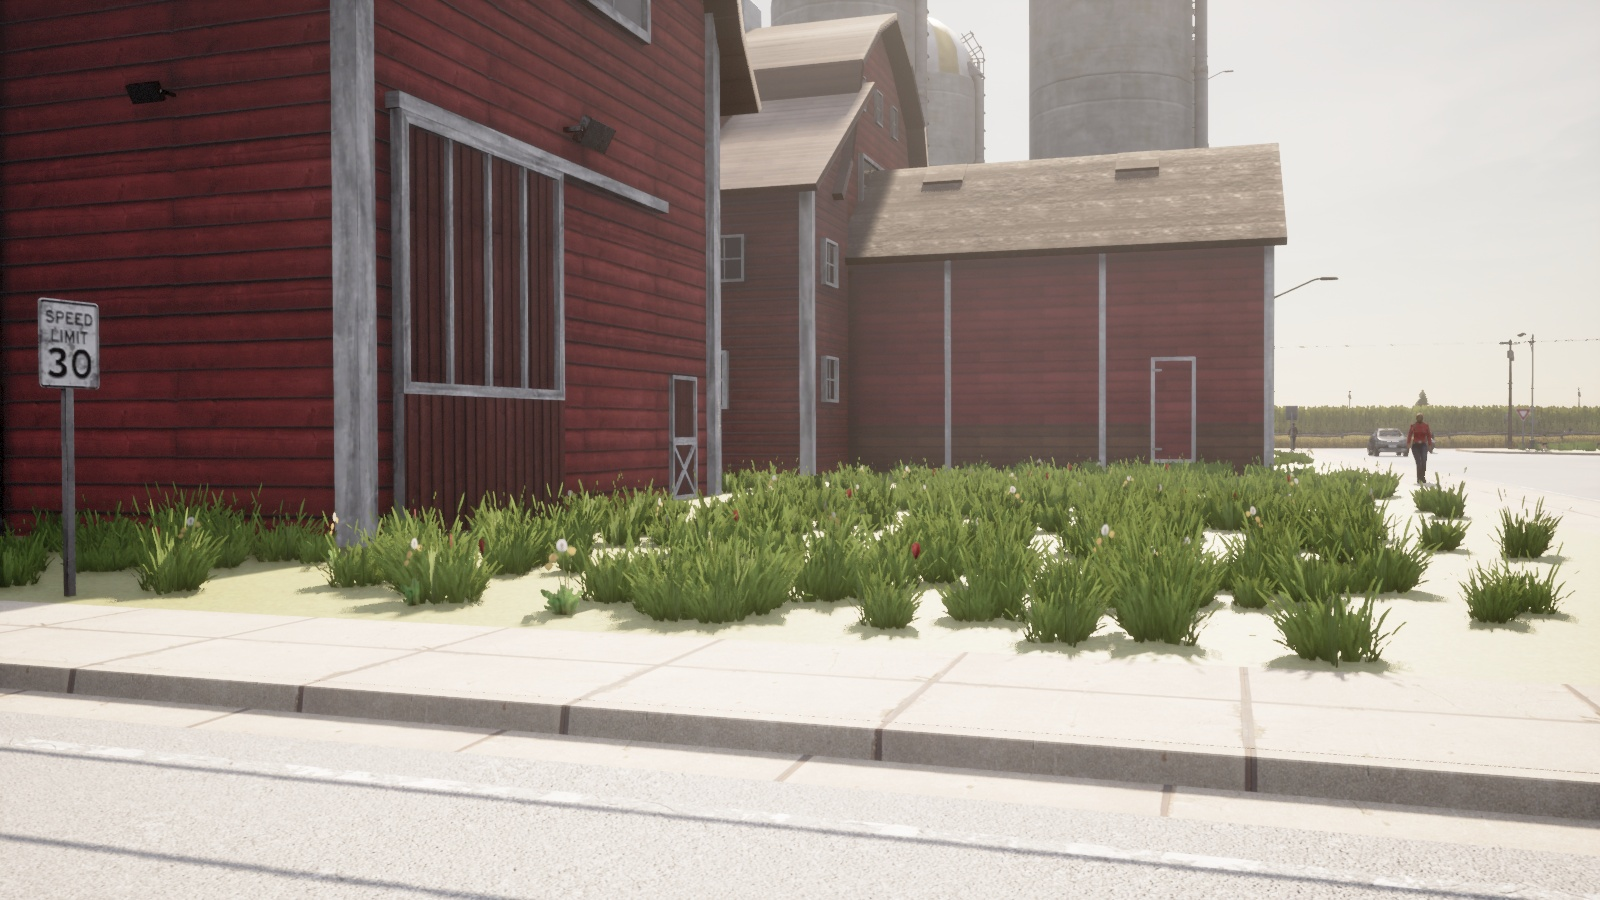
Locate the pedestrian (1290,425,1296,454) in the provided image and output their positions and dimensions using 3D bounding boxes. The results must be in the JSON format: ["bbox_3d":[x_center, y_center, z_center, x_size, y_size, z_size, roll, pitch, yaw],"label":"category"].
[{"bbox_3d":[31.562,-0.687,80.383,0.328,1.805,0.869,1,1,20],"label":"pedestrian"}]

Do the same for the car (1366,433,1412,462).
[{"bbox_3d":[32.073,-0.170,68.436,1.789,1.549,3.705,1,1,18],"label":"car"}]

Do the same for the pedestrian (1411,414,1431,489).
[{"bbox_3d":[15.577,0.036,31.507,0.331,1.846,0.636,1,1,18],"label":"pedestrian"}]

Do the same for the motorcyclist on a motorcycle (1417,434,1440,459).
[{"bbox_3d":[38.347,-0.221,76.638,0.866,1.530,2.191,1,1,18],"label":"motorcyclist on a motorcycle"}]
